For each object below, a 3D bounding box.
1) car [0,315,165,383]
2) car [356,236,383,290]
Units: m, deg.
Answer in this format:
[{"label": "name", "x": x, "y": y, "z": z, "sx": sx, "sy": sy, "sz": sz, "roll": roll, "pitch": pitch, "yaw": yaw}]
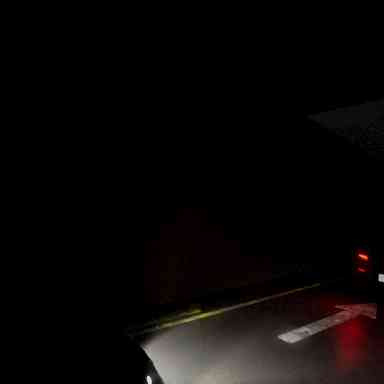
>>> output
[{"label": "car", "x": -2.225, "y": 1.564, "z": 2.255, "sx": 4.181, "sy": 1.385, "sz": 1.994, "roll": 0, "pitch": 0, "yaw": -35}, {"label": "car", "x": 5.662, "y": 1.526, "z": 7.807, "sx": 4.674, "sy": 1.442, "sz": 1.812, "roll": 0, "pitch": 0, "yaw": -35}]
